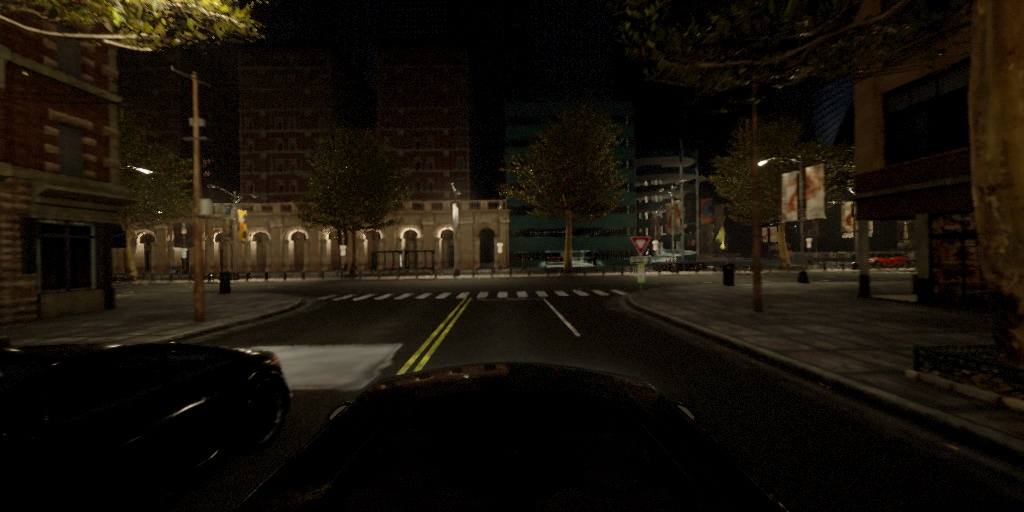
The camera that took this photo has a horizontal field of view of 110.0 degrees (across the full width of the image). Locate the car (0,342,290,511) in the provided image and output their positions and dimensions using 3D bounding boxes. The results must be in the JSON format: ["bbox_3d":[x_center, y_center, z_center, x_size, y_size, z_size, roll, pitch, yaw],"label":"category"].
[{"bbox_3d":[-3.523,1.371,2.384,1.994,1.385,4.181,-1,0,0],"label":"car"}]

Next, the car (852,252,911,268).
[{"bbox_3d":[38.253,0.418,37.226,4.553,1.767,2.097,-1,0,-1],"label":"car"}]

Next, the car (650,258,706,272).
[{"bbox_3d":[17.110,0.953,37.115,5.357,1.411,2.033,-1,0,-1],"label":"car"}]
